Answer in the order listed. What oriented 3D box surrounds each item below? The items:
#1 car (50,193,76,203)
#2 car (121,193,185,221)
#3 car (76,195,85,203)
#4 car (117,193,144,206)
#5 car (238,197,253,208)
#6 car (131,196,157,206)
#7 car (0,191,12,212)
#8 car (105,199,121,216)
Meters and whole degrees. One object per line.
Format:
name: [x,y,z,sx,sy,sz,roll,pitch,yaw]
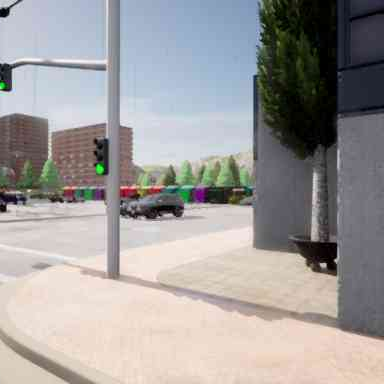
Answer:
car: [-23.547,1.092,59.992,4.605,1.855,1.932,0,0,35]
car: [-2.902,1.200,27.885,2.150,2.045,5.566,0,0,37]
car: [-21.823,1.303,62.320,3.905,1.438,1.784,0,0,35]
car: [-9.228,1.115,49.896,3.866,1.878,1.905,0,0,35]
car: [8.650,1.483,49.101,1.837,1.490,4.892,0,-1,37]
car: [-7.548,1.354,52.254,3.806,1.475,1.970,0,0,35]
car: [-20.525,1.115,33.850,3.866,1.878,1.905,0,0,35]
car: [-5.560,1.576,30.176,1.895,1.301,4.718,0,0,37]
